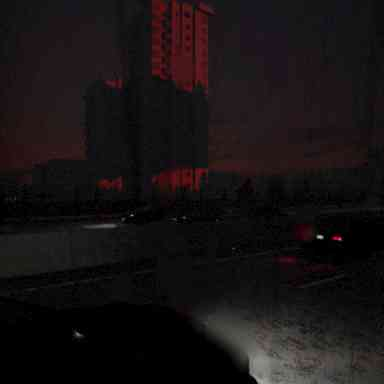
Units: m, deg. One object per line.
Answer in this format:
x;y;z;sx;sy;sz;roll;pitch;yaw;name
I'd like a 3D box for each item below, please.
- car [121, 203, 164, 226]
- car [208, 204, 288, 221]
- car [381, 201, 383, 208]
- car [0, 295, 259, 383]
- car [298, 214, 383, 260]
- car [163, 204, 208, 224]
-2.686;1.531;23.573;4.674;1.442;1.812;0;0;-36;car
3.589;1.513;19.453;4.892;1.490;1.837;0;0;-36;car
29.707;1.673;49.545;2.033;1.411;5.357;0;0;42;car
-1.983;1.547;2.332;5.357;1.411;2.033;0;0;-36;car
6.309;1.554;12.548;5.357;1.411;2.033;0;0;-35;car
0.592;1.571;21.615;4.181;1.385;1.994;0;0;-36;car
